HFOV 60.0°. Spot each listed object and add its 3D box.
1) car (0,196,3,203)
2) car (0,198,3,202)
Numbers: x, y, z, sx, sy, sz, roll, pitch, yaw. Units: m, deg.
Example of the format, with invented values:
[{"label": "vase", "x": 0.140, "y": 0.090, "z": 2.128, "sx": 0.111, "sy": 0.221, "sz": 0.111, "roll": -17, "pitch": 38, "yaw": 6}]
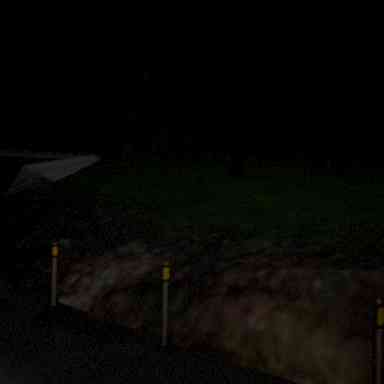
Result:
[{"label": "car", "x": -41.116, "y": 1.654, "z": 69.301, "sx": 1.837, "sy": 1.490, "sz": 4.892, "roll": 0, "pitch": 0, "yaw": -16}, {"label": "car", "x": -34.909, "y": 1.784, "z": 60.229, "sx": 2.033, "sy": 1.411, "sz": 5.357, "roll": 0, "pitch": 0, "yaw": -16}]
